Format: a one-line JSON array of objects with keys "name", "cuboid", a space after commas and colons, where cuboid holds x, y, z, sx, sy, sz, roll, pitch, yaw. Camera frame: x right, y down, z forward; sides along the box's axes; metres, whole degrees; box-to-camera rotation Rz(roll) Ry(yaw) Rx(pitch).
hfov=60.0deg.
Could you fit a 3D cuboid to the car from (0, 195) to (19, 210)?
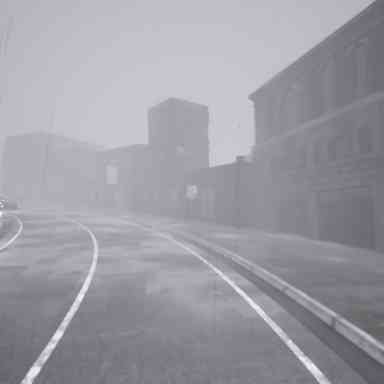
[{"name": "car", "cuboid": [-20.133, 1.097, 35.286, 4.892, 1.490, 1.837, 2, -2, 41]}]
